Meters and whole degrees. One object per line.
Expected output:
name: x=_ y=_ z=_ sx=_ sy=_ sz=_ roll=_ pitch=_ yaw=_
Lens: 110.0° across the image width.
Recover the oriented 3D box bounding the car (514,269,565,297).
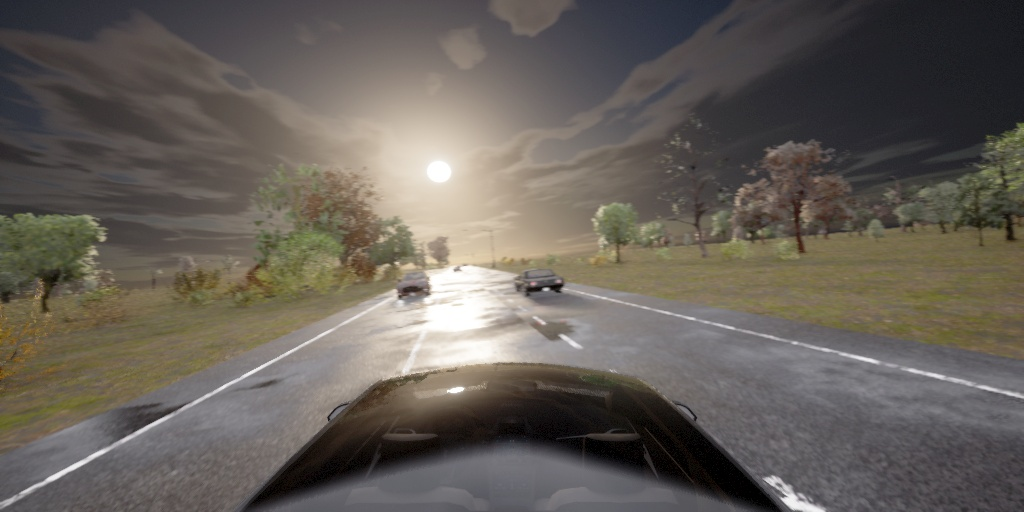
car: x=1.283 y=1.350 z=19.368 sx=1.895 sy=1.301 sz=4.718 roll=-5 pitch=0 yaw=-9

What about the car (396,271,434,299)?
car: x=-6.622 y=1.861 z=24.719 sx=2.097 sy=1.767 sz=4.553 roll=-5 pitch=0 yaw=-9
